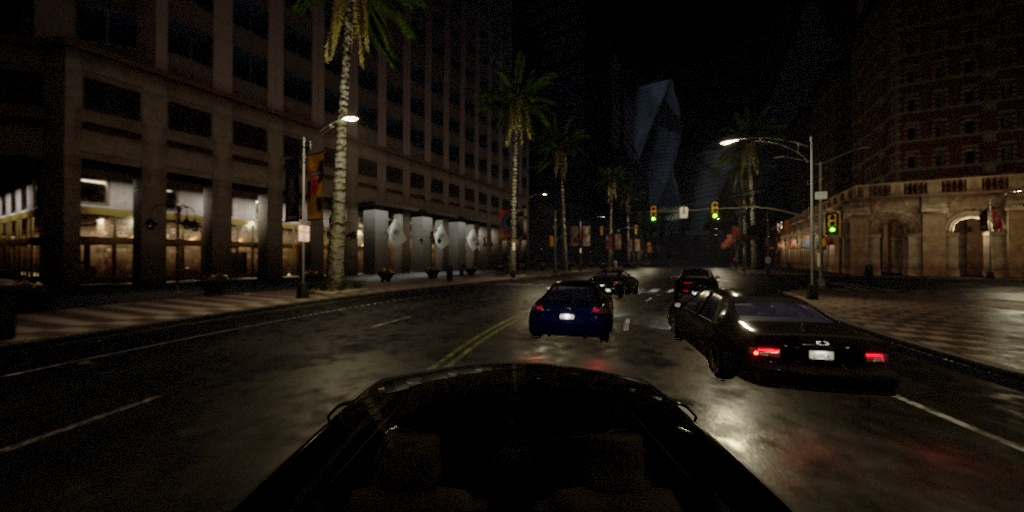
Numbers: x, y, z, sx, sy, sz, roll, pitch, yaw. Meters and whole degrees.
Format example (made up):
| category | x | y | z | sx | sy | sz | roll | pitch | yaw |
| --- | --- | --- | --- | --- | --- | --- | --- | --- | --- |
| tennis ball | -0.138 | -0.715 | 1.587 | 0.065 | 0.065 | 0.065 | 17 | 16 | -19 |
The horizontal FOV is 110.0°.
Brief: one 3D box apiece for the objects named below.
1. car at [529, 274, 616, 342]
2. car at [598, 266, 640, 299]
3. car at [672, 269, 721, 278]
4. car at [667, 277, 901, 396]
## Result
| category | x | y | z | sx | sy | sz | roll | pitch | yaw |
| --- | --- | --- | --- | --- | --- | --- | --- | --- | --- |
| car | 1.815 | 1.372 | 10.142 | 1.994 | 1.385 | 4.181 | 0 | 0 | 16 |
| car | 5.524 | 1.440 | 19.430 | 1.994 | 1.385 | 4.181 | 0 | 0 | 32 |
| car | 9.195 | 1.378 | 17.931 | 1.837 | 1.490 | 4.892 | 0 | 0 | 27 |
| car | 4.521 | 1.341 | 7.073 | 2.033 | 1.411 | 5.357 | 0 | 0 | 12 |
